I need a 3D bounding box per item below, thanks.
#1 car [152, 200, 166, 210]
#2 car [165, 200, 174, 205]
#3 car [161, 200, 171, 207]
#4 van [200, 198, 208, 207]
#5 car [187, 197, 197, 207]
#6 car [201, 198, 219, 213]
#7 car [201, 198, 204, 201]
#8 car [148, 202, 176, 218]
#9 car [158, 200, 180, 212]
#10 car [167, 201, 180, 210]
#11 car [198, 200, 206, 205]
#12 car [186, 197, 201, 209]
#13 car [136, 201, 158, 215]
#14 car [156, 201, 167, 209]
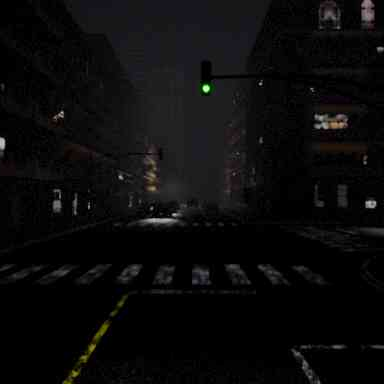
[{"bbox_3d":[-5.685,2.194,57.044,1.967,1.590,4.097,-1,-1,0],"label":"car"},{"bbox_3d":[-5.676,2.718,84.680,1.802,1.307,4.206,-1,-1,0],"label":"car"},{"bbox_3d":[-5.680,2.505,73.456,1.752,1.417,4.829,-1,-1,0],"label":"car"},{"bbox_3d":[2.699,2.323,73.620,1.690,1.788,3.998,-1,-1,0],"label":"van"},{"bbox_3d":[0.019,2.221,74.616,2.150,2.045,5.566,0,-1,0],"label":"car"},{"bbox_3d":[2.692,2.045,45.983,1.967,1.590,4.097,-1,-1,0],"label":"car"},{"bbox_3d":[2.698,2.381,62.563,2.008,1.369,4.403,-1,-1,0],"label":"car"},{"bbox_3d":[-3.087,2.023,35.218,1.994,1.385,4.181,0,-1,0],"label":"car"},{"bbox_3d":[-3.079,2.157,45.167,1.994,1.385,4.181,0,-1,0],"label":"car"},{"bbox_3d":[-3.053,2.238,55.506,1.837,1.490,4.892,0,-1,1],"label":"car"},{"bbox_3d":[2.705,2.759,90.200,1.887,1.381,4.507,-1,-1,0],"label":"car"},{"bbox_3d":[0.116,2.033,61.203,2.150,2.045,5.566,0,-1,0],"label":"car"},{"bbox_3d":[-5.688,2.080,40.461,2.008,1.369,4.403,0,-1,0],"label":"car"},{"bbox_3d":[-5.683,2.412,62.570,1.802,1.307,4.206,-1,-1,0],"label":"car"}]
